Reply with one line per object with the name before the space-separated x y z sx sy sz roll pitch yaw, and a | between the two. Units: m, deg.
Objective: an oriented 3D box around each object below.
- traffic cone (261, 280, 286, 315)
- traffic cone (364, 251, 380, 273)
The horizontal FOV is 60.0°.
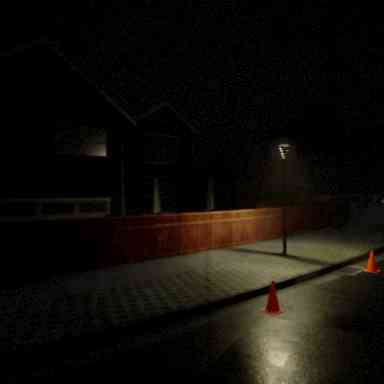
traffic cone | 1.545 1.973 6.328 0.340 0.580 0.340 0 0 -40
traffic cone | 5.171 1.976 9.543 0.340 0.580 0.340 0 0 -43
